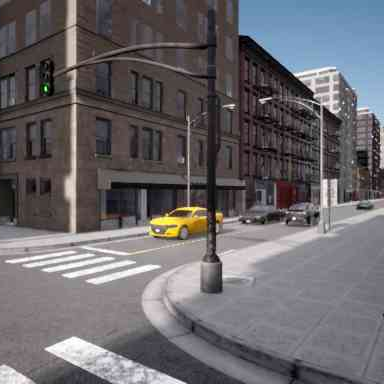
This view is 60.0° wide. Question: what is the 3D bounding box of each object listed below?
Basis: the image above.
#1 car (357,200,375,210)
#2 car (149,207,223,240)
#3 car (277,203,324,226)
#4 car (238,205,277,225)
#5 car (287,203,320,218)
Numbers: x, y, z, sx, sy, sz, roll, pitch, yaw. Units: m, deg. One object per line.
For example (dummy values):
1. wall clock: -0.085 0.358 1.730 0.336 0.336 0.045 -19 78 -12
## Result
1. car: 25.597 1.884 48.984 1.994 1.385 4.181 0 0 35
2. car: -0.187 1.574 17.872 1.882 1.535 5.008 0 0 35
3. car: 8.481 1.653 24.957 2.128 1.511 4.902 0 0 35
4. car: 5.551 1.702 25.932 2.033 1.411 5.357 0 0 35
5. car: 11.536 1.813 34.314 1.895 1.301 4.718 0 0 36
